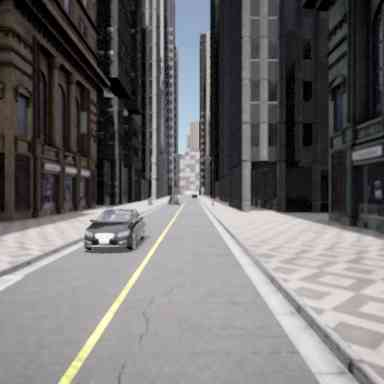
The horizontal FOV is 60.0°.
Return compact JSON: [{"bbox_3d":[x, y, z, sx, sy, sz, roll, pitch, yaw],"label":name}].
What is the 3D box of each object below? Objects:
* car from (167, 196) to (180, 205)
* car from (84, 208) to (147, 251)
[{"bbox_3d":[-3.043,1.431,55.925,1.837,1.490,4.892,0,0,1],"label":"car"},{"bbox_3d":[-3.099,1.469,14.173,2.128,1.511,4.902,0,0,0],"label":"car"}]
